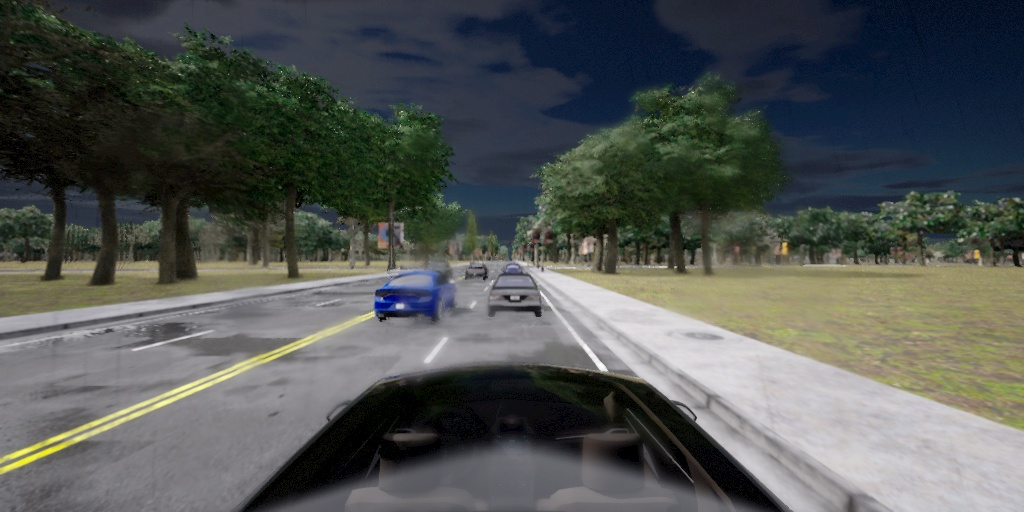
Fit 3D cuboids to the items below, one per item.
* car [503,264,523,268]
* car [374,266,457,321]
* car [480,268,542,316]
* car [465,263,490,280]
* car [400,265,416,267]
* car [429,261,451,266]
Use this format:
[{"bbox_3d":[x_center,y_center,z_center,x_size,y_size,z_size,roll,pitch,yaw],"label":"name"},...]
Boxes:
[{"bbox_3d":[0.095,1.427,33.867,1.812,1.442,4.674,0,0,0],"label":"car"},{"bbox_3d":[-3.156,1.272,12.629,1.882,1.535,5.008,0,0,0],"label":"car"},{"bbox_3d":[0.099,1.346,13.541,2.033,1.411,5.357,0,0,0],"label":"car"},{"bbox_3d":[-3.143,1.388,33.015,2.128,1.511,4.902,0,0,0],"label":"car"},{"bbox_3d":[-9.837,1.500,33.395,1.895,1.301,4.718,0,0,0],"label":"car"},{"bbox_3d":[-6.587,1.244,32.121,2.097,1.767,4.553,0,0,0],"label":"car"}]
